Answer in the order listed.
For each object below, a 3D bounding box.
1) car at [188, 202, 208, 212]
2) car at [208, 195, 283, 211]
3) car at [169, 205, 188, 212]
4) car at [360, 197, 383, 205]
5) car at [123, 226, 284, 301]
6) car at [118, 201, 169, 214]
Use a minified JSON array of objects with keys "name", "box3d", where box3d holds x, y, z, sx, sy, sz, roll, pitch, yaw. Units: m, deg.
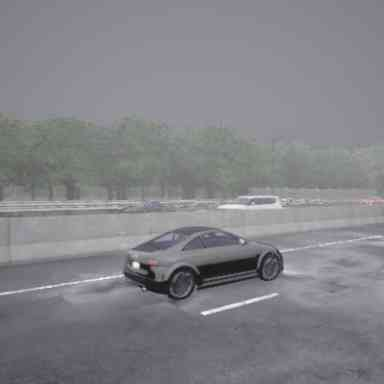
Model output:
[{"name":"car","box3d":[2.389,1.560,27.180,4.892,1.490,1.837,0,0,-35]},{"name":"car","box3d":[4.224,1.275,24.194,5.566,2.045,2.150,0,0,-35]},{"name":"car","box3d":[0.445,1.620,30.091,4.181,1.385,1.994,0,0,-35]},{"name":"car","box3d":[29.907,1.596,55.317,4.553,1.767,2.097,0,0,-35]},{"name":"car","box3d":[0.397,1.576,8.451,4.181,1.385,1.994,0,0,-35]},{"name":"car","box3d":[-4.086,1.591,31.168,5.357,1.411,2.033,0,0,-35]}]
